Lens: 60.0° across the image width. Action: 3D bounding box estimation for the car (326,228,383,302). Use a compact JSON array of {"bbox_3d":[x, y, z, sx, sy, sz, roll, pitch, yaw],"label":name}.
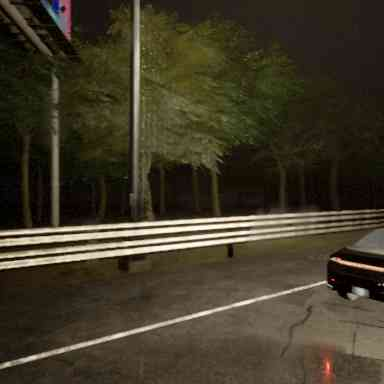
[{"bbox_3d":[4.885,1.496,7.070,4.902,1.511,2.128,0,0,-34],"label":"car"}]
